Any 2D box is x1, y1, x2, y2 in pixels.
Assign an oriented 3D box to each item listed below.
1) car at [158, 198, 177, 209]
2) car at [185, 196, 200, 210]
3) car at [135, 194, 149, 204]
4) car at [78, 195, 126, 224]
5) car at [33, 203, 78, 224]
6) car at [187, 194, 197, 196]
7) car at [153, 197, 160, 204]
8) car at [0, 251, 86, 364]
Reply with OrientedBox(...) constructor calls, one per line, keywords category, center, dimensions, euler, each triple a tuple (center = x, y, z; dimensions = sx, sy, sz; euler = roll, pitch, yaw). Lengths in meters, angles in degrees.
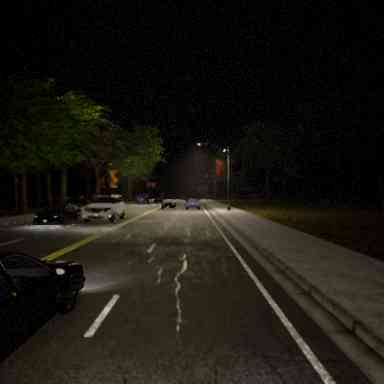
OrientedBox(category="car", center=(-3.144, 1.659, 46.216), dimensions=(1.895, 1.301, 4.718), euler=(0, 0, 0))
OrientedBox(category="car", center=(0.109, 1.601, 44.905), dimensions=(2.033, 1.411, 5.357), euler=(0, 0, 0))
OrientedBox(category="car", center=(-9.746, 1.352, 65.555), dimensions=(2.150, 2.045, 5.566), euler=(0, 0, 0))
OrientedBox(category="car", center=(-6.592, 1.235, 25.574), dimensions=(2.150, 2.045, 5.566), euler=(0, 0, 0))
OrientedBox(category="car", center=(-9.844, 1.558, 24.937), dimensions=(2.033, 1.411, 5.357), euler=(0, 0, 0))
OrientedBox(category="car", center=(0.008, 1.328, 59.344), dimensions=(2.150, 2.045, 5.566), euler=(0, 0, 0))
OrientedBox(category="car", center=(-6.499, 1.726, 65.577), dimensions=(1.895, 1.301, 4.718), euler=(0, 0, 0))
OrientedBox(category="car", center=(-3.149, 1.548, 4.564), dimensions=(2.033, 1.411, 5.357), euler=(0, 0, 0))
